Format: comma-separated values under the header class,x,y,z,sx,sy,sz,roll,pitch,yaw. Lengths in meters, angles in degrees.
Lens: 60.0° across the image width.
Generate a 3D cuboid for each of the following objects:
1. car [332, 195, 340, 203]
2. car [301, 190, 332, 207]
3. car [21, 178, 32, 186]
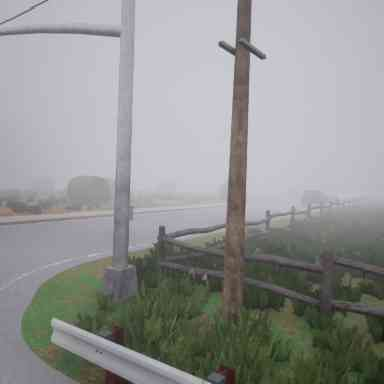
class,x,y,z,sx,sy,sz,roll,pitch,yaw
car,21.206,1.138,50.698,1.994,1.385,4.181,3,2,33
car,15.453,0.816,41.801,2.150,2.045,5.566,3,2,34
car,-39.132,-2.293,79.214,1.905,1.878,3.866,8,2,-13
